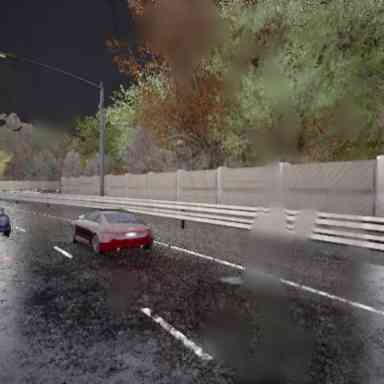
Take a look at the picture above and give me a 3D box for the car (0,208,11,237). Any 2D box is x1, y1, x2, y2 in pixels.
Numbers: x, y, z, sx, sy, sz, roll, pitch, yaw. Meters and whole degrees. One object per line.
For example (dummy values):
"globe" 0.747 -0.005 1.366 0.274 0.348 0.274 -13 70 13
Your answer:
"car" -9.531 1.214 15.026 1.812 1.442 4.674 -1 1 -39

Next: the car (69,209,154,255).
"car" -3.118 1.312 12.353 1.994 1.385 4.181 -1 1 -35
